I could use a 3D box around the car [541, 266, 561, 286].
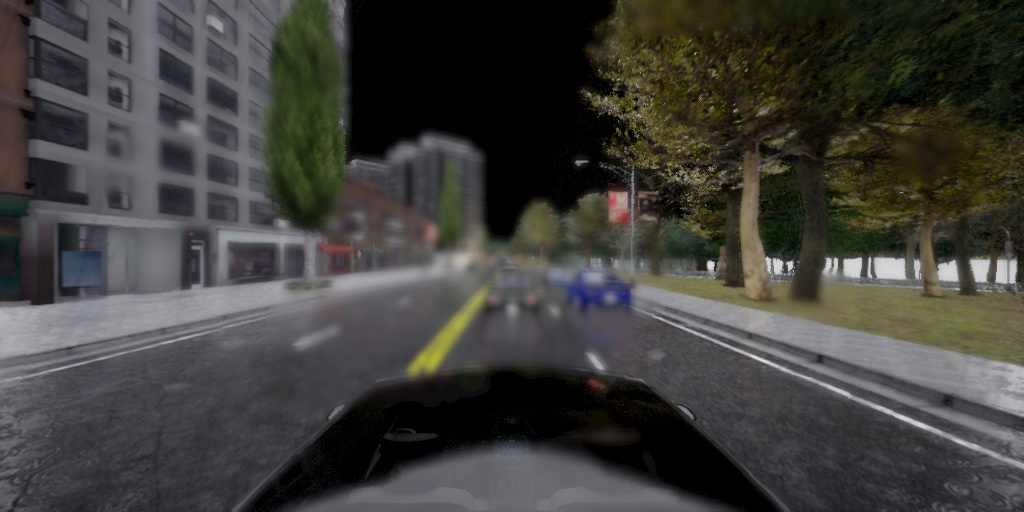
[{"bbox_3d":[3.276,1.487,27.221,2.033,1.411,5.357,0,0,1],"label":"car"}]

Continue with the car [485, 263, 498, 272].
[{"bbox_3d":[-3.305,1.852,59.121,1.994,1.385,4.181,0,-1,0],"label":"car"}]

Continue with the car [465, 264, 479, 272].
[{"bbox_3d":[-6.554,1.885,58.789,1.895,1.301,4.718,0,-1,0],"label":"car"}]

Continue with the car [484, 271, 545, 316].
[{"bbox_3d":[0.042,1.431,13.768,1.895,1.301,4.718,0,0,1],"label":"car"}]

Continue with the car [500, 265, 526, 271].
[{"bbox_3d":[0.049,1.466,29.408,1.837,1.490,4.892,0,0,0],"label":"car"}]

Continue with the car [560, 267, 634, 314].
[{"bbox_3d":[3.297,1.313,14.396,1.882,1.535,5.008,0,-1,0],"label":"car"}]
